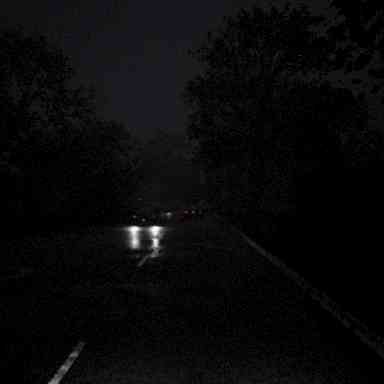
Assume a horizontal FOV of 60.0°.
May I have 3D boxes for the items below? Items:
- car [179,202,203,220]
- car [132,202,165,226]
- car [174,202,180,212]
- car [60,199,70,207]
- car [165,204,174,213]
[{"bbox_3d":[0.083,1.848,31.452,2.033,1.411,5.357,0,-1,-1],"label":"car"},{"bbox_3d":[-3.368,1.734,25.506,1.812,1.442,4.674,0,-1,0],"label":"car"},{"bbox_3d":[-1.293,2.098,46.239,2.033,1.411,5.357,1,-1,-20],"label":"car"},{"bbox_3d":[-18.857,1.831,51.578,4.892,1.490,1.837,0,-2,-3],"label":"car"},{"bbox_3d":[-4.548,2.033,44.918,1.812,1.442,4.674,2,-2,-28],"label":"car"}]
